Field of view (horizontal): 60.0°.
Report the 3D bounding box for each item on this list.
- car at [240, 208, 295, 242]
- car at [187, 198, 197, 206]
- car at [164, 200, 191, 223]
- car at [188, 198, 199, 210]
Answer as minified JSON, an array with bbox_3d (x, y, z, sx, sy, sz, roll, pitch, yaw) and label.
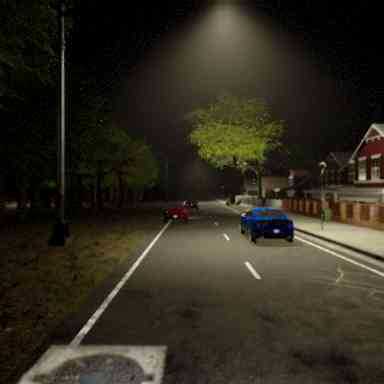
[{"bbox_3d":[3.602,1.523,16.653,1.882,1.535,5.008,0,0,0],"label":"car"},{"bbox_3d":[0.004,1.808,64.411,2.033,1.411,5.357,0,0,0],"label":"car"},{"bbox_3d":[-1.223,1.609,26.583,1.812,1.442,4.674,0,0,0],"label":"car"},{"bbox_3d":[0.017,1.732,46.527,2.033,1.411,5.357,0,0,0],"label":"car"}]
